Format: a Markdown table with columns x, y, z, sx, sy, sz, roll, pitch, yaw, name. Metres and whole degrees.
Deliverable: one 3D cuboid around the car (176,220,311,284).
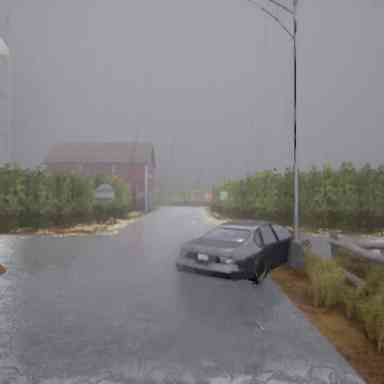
| x | y | z | sx | sy | sz | roll | pitch | yaw | name |
| --- | --- | --- | --- | --- | --- | --- | --- | --- | --- |
| 1.811 | 1.529 | 9.726 | 2.033 | 1.411 | 5.357 | 0 | 1 | 38 | car |
